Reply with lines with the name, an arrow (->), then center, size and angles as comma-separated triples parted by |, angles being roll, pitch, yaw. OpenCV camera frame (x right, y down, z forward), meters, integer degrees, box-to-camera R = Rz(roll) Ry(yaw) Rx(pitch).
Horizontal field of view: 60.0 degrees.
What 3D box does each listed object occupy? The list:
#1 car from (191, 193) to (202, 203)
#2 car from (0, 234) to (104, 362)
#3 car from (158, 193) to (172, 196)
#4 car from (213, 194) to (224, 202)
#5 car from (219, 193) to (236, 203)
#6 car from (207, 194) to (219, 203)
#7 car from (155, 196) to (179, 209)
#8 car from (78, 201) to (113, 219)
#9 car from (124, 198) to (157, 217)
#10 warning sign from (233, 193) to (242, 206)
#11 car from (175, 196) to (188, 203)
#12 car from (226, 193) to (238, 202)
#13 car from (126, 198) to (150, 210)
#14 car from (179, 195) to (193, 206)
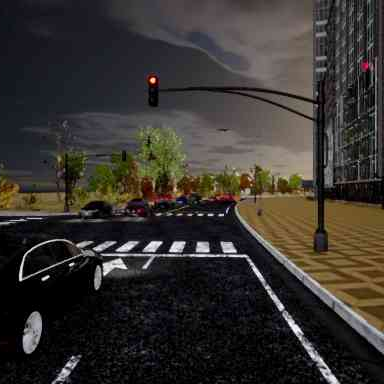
car -> 0.751, 1.231, 69.579 | 2.150, 2.045, 5.566 | 0, 0, 11
car -> -3.012, 1.504, 5.889 | 1.837, 1.490, 4.892 | 0, 0, 1
car -> -4.812, 1.217, 57.370 | 2.150, 2.045, 5.566 | 0, 1, 10
car -> 6.470, 1.372, 80.528 | 2.097, 1.767, 4.553 | 0, 0, 14
car -> 7.622, 1.239, 70.097 | 2.150, 2.045, 5.566 | 0, 0, 12
car -> 4.506, 1.573, 71.219 | 1.994, 1.385, 4.181 | 0, 0, 12
car -> -3.438, 1.601, 44.612 | 1.895, 1.301, 4.718 | 0, 0, 8
car -> -8.377, 1.523, 29.464 | 1.812, 1.442, 4.674 | 0, 0, 5
car -> -4.959, 1.563, 31.194 | 1.994, 1.385, 4.181 | 0, 0, 6
warning sign -> 6.548, 1.122, 48.212 | 1.300, 1.860, 1.060 | 0, 0, 8
car -> -2.216, 1.558, 71.281 | 1.994, 1.385, 4.181 | 0, 0, 11
car -> 9.777, 1.245, 80.389 | 2.150, 2.045, 5.566 | 0, 0, 14
car -> -6.924, 1.524, 42.867 | 1.812, 1.442, 4.674 | 0, 0, 7
car -> -1.601, 1.530, 56.886 | 1.812, 1.442, 4.674 | 0, 0, 10
